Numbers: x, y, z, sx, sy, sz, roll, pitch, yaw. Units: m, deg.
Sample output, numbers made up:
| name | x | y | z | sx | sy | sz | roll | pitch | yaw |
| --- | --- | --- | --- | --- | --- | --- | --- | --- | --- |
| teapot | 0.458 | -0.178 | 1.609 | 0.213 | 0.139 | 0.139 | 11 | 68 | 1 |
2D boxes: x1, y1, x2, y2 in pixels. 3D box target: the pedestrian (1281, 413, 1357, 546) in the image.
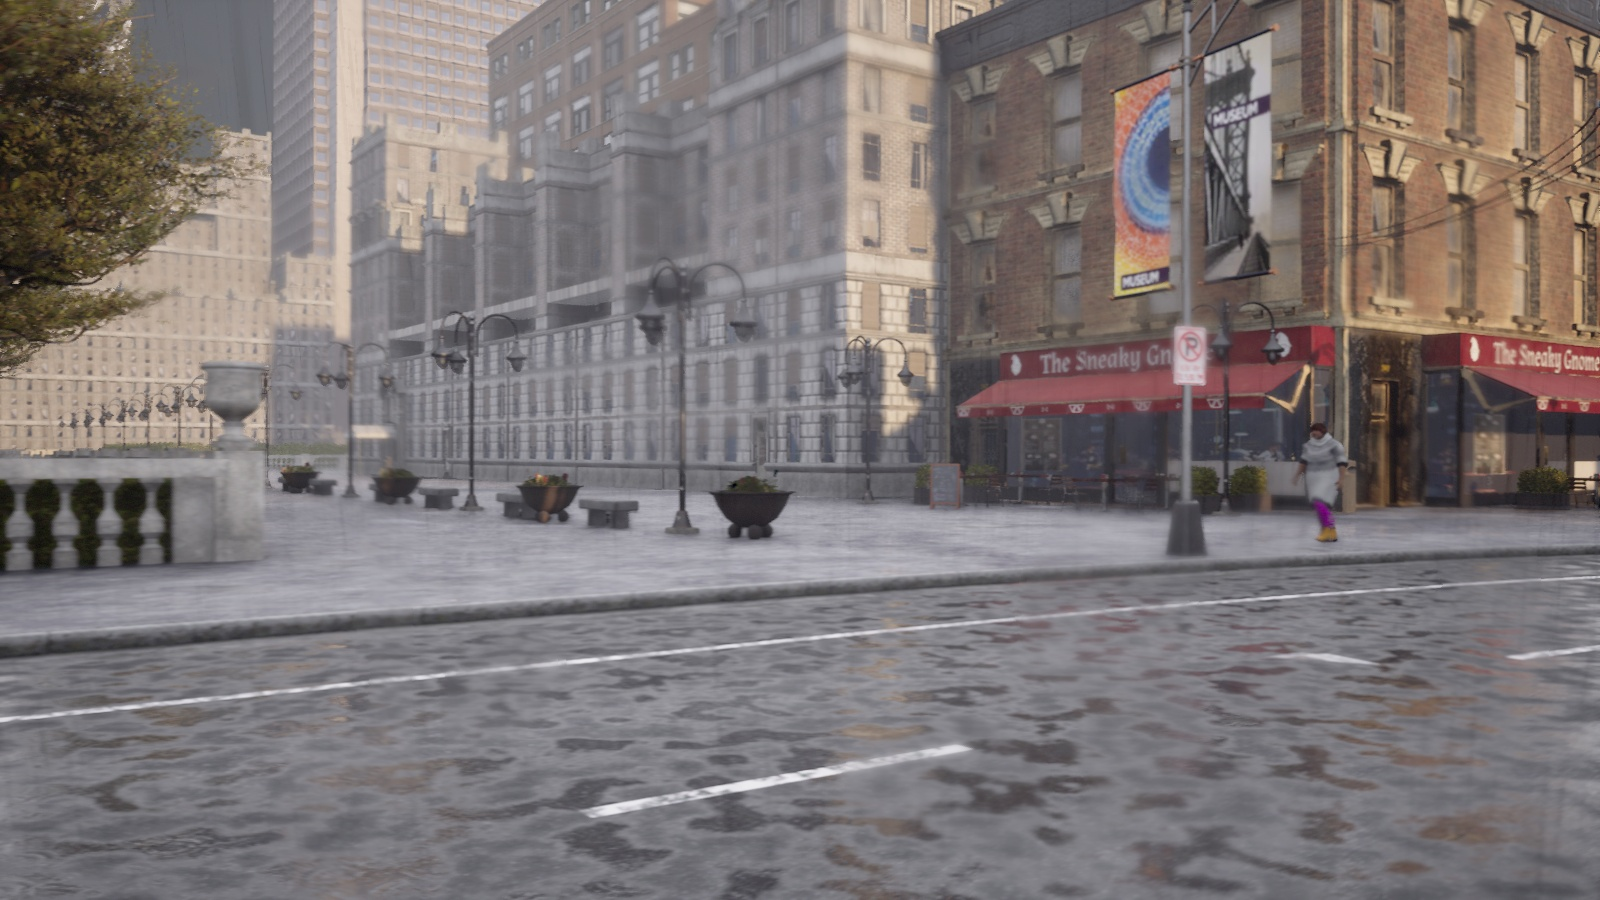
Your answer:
| name | x | y | z | sx | sy | sz | roll | pitch | yaw |
| --- | --- | --- | --- | --- | --- | --- | --- | --- | --- |
| pedestrian | 7.844 | 0.431 | 18.984 | 0.873 | 1.952 | 0.659 | 0 | 0 | -28 |
